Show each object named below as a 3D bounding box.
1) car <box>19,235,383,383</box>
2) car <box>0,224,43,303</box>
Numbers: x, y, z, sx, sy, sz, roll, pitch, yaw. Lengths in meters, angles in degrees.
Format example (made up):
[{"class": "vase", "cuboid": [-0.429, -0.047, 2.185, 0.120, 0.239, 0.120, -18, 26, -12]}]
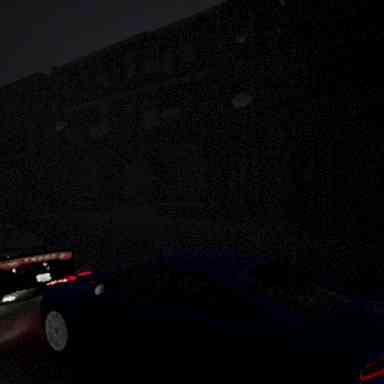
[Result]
[{"class": "car", "cuboid": [-0.046, 1.511, 4.405, 5.008, 1.535, 1.882, 0, 0, 36]}, {"class": "car", "cuboid": [-4.887, 1.516, 7.951, 5.008, 1.535, 1.882, 0, 0, 36]}]
